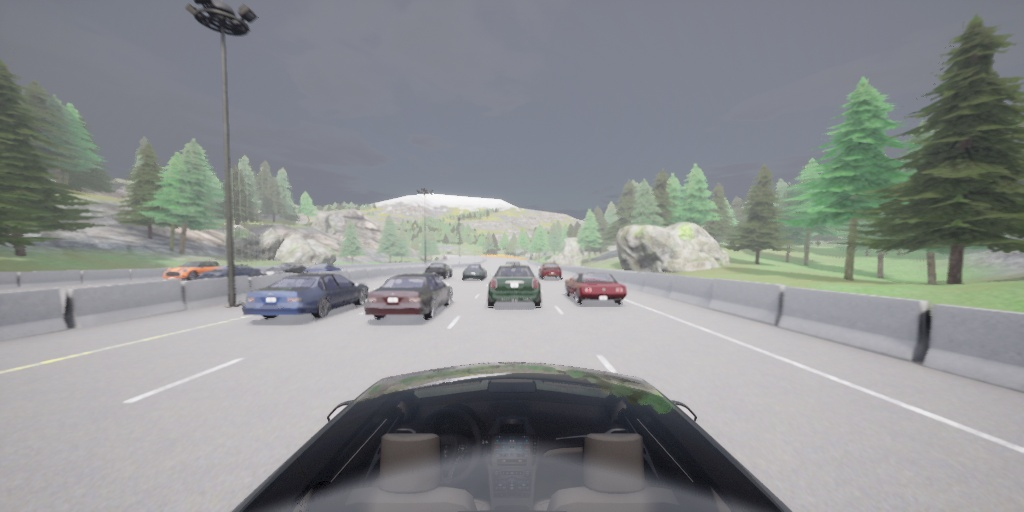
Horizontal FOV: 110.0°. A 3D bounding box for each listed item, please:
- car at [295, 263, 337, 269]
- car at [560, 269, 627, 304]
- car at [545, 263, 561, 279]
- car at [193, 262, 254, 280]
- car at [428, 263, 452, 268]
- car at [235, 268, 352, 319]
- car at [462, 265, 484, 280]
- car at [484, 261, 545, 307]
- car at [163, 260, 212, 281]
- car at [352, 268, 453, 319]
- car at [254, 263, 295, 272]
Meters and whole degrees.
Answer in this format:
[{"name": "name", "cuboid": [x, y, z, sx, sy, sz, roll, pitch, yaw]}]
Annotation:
[{"name": "car", "cuboid": [-17.603, 1.437, 33.216, 1.812, 1.442, 4.674, 0, -1, 0]}, {"name": "car", "cuboid": [3.596, 1.377, 16.326, 1.895, 1.301, 4.718, 0, 0, 0]}, {"name": "car", "cuboid": [3.593, 1.402, 34.298, 1.882, 1.535, 5.008, 0, -1, 0]}, {"name": "car", "cuboid": [-24.604, 1.441, 31.672, 2.033, 1.411, 5.357, 0, -1, 0]}, {"name": "car", "cuboid": [-6.907, 1.401, 34.301, 1.882, 1.535, 5.008, 0, -1, 0]}, {"name": "car", "cuboid": [-6.903, 1.309, 12.779, 2.033, 1.411, 5.357, 0, 0, 0]}, {"name": "car", "cuboid": [-3.407, 1.475, 33.164, 1.994, 1.385, 4.181, 0, -1, 0]}, {"name": "car", "cuboid": [0.096, 1.125, 15.584, 2.097, 1.767, 4.553, 0, 0, 0]}, {"name": "car", "cuboid": [-28.101, 1.248, 31.873, 2.097, 1.767, 4.553, 0, -1, 0]}, {"name": "car", "cuboid": [-3.403, 1.309, 12.764, 2.033, 1.411, 5.357, 0, 0, 0]}, {"name": "car", "cuboid": [-21.102, 1.407, 33.574, 2.128, 1.511, 4.902, 0, -1, 0]}]
